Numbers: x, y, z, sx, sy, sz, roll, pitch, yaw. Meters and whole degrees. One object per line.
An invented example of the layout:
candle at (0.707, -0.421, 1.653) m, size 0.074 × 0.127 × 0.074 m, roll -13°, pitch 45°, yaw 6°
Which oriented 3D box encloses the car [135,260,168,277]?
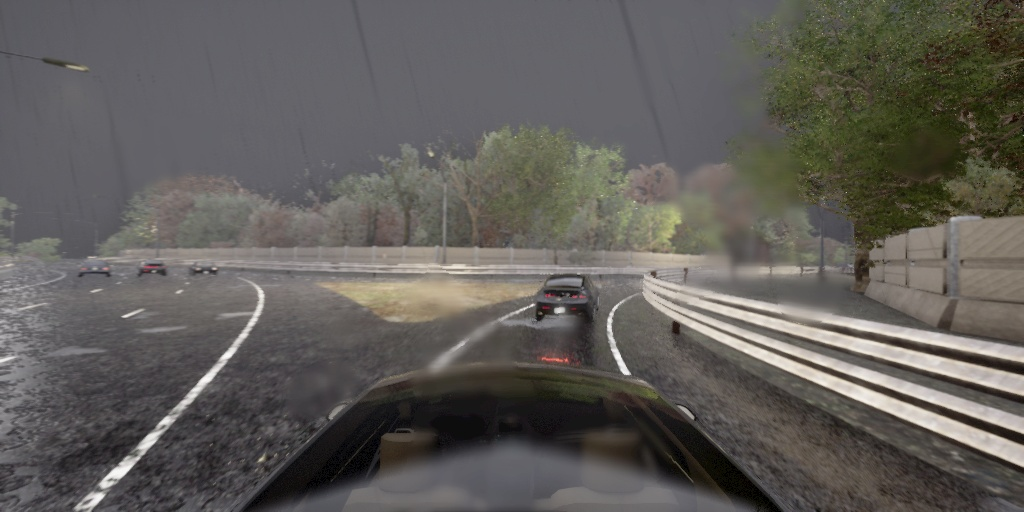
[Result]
car at (-33.503, 1.111, 33.373) m, size 4.892 × 1.490 × 1.837 m, roll 0°, pitch -1°, yaw 42°

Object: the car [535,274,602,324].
car at (2.077, 1.375, 12.797) m, size 1.837 × 1.490 × 4.892 m, roll 0°, pitch -1°, yaw 16°

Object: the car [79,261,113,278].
car at (-36.292, 1.101, 31.261) m, size 5.357 × 1.411 × 2.033 m, roll 0°, pitch -1°, yaw 42°

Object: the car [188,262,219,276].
car at (-30.736, 1.260, 35.639) m, size 4.718 × 1.301 × 1.895 m, roll 0°, pitch -1°, yaw 43°
